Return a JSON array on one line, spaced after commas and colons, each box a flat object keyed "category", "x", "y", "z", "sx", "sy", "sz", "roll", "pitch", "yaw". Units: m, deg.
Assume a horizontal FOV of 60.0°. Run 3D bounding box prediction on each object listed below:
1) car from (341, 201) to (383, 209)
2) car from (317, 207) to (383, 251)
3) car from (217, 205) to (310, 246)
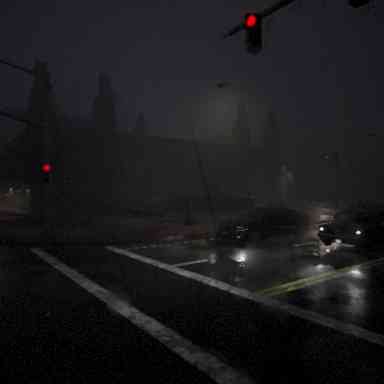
[{"category": "car", "x": 10.767, "y": 1.350, "z": 20.990, "sx": 4.902, "sy": 1.511, "sz": 2.128, "roll": -1, "pitch": 0, "yaw": -40}, {"category": "car", "x": 7.218, "y": 1.507, "z": 13.733, "sx": 4.718, "sy": 1.301, "sz": 1.895, "roll": -1, "pitch": 0, "yaw": -37}, {"category": "car", "x": 3.361, "y": 1.407, "z": 15.242, "sx": 5.008, "sy": 1.535, "sz": 1.882, "roll": -1, "pitch": 0, "yaw": -36}]
